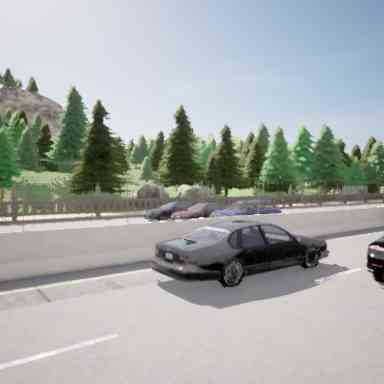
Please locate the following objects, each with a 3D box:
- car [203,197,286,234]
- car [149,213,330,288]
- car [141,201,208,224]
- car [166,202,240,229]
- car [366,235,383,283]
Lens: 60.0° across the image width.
[{"bbox_3d":[3.072,1.250,19.072,4.553,1.767,2.097,-1,0,-35],"label":"car"},{"bbox_3d":[1.519,1.499,9.125,5.357,1.411,2.033,-1,0,-35],"label":"car"},{"bbox_3d":[-1.242,1.427,24.593,4.674,1.442,1.812,-1,0,-35],"label":"car"},{"bbox_3d":[0.811,1.426,21.759,4.674,1.442,1.812,-1,0,-35],"label":"car"},{"bbox_3d":[6.199,1.419,8.162,4.902,1.511,2.128,-1,0,-35],"label":"car"}]
